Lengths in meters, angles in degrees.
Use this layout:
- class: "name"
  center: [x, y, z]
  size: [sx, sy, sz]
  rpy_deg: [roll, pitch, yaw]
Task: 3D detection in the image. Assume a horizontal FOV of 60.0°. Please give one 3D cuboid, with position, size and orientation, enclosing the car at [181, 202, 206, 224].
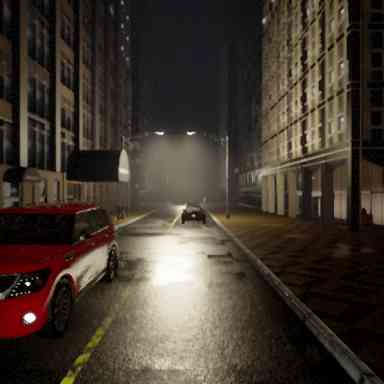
- class: "car"
  center: [0.129, 1.815, 27.602]
  size: [1.994, 1.385, 4.181]
  rpy_deg: [0, -1, 0]

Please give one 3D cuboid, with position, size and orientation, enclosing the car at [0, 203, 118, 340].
- class: "car"
  center: [-3.091, 1.283, 7.019]
  size: [2.150, 2.045, 5.566]
  rpy_deg: [0, 0, 0]
